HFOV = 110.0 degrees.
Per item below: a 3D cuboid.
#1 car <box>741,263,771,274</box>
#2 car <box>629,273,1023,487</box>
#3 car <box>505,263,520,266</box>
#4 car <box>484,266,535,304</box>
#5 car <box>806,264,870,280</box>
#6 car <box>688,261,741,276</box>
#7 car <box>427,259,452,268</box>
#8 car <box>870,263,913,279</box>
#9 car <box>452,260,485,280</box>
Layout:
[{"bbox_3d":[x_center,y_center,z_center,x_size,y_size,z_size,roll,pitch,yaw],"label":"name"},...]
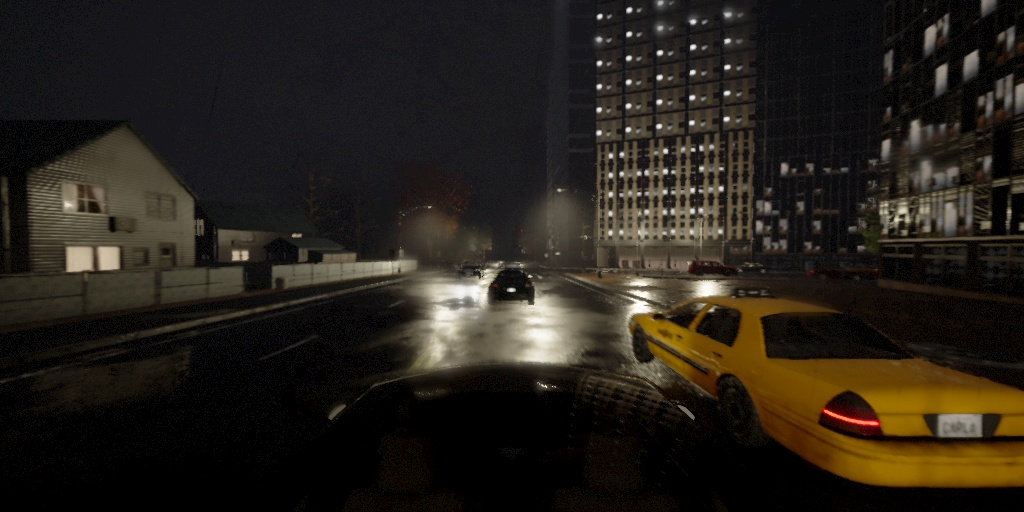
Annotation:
[{"bbox_3d":[31.046,1.565,46.804,4.403,1.370,2.007,0,0,20],"label":"car"},{"bbox_3d":[3.250,1.212,5.165,1.801,1.575,5.366,0,0,0],"label":"car"},{"bbox_3d":[0.078,1.362,34.409,2.033,1.411,5.357,0,0,0],"label":"car"},{"bbox_3d":[-0.017,1.338,16.415,1.994,1.385,4.181,0,0,0],"label":"car"},{"bbox_3d":[33.659,1.789,37.457,4.507,1.381,1.888,0,0,20],"label":"car"},{"bbox_3d":[23.013,1.477,41.356,5.009,1.841,2.192,0,0,20],"label":"car"},{"bbox_3d":[-11.949,1.245,59.872,4.902,1.511,2.128,0,1,22],"label":"car"},{"bbox_3d":[38.982,1.600,35.508,5.009,1.841,2.192,0,0,20],"label":"car"},{"bbox_3d":[-3.251,1.046,29.346,2.128,1.511,4.902,0,0,0],"label":"car"}]
